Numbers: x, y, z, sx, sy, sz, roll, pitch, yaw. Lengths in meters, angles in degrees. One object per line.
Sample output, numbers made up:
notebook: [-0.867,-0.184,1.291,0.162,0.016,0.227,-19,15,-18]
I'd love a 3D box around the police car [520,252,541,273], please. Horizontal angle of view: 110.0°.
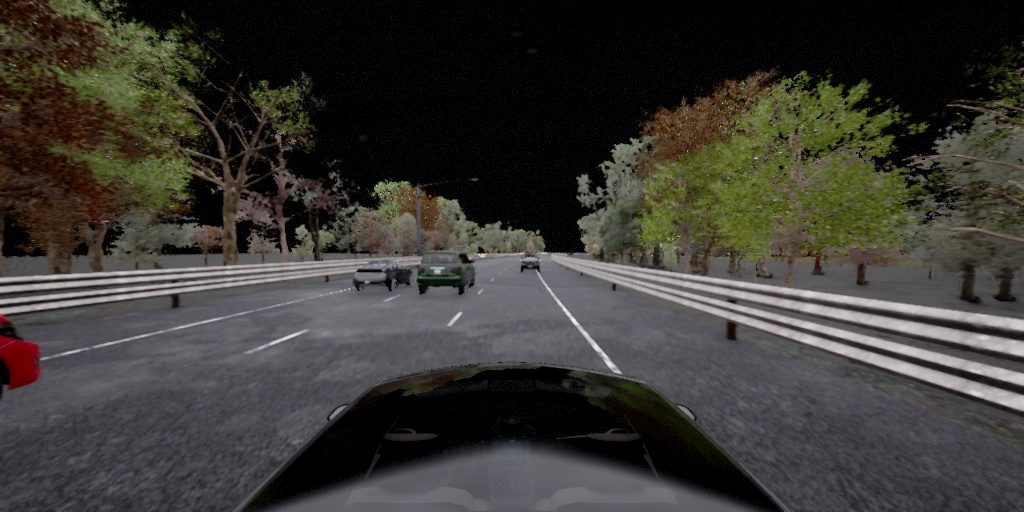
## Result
police car: [1.806,0.722,35.519,1.930,1.638,5.238,0,1,3]

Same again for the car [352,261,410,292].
car: [-6.679,0.994,19.096,2.128,1.511,4.902,0,1,1]

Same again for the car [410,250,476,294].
car: [-3.200,0.739,18.334,2.150,2.045,5.566,0,1,1]

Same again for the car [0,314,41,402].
car: [-6.890,0.959,1.935,2.150,2.045,5.566,0,1,0]
